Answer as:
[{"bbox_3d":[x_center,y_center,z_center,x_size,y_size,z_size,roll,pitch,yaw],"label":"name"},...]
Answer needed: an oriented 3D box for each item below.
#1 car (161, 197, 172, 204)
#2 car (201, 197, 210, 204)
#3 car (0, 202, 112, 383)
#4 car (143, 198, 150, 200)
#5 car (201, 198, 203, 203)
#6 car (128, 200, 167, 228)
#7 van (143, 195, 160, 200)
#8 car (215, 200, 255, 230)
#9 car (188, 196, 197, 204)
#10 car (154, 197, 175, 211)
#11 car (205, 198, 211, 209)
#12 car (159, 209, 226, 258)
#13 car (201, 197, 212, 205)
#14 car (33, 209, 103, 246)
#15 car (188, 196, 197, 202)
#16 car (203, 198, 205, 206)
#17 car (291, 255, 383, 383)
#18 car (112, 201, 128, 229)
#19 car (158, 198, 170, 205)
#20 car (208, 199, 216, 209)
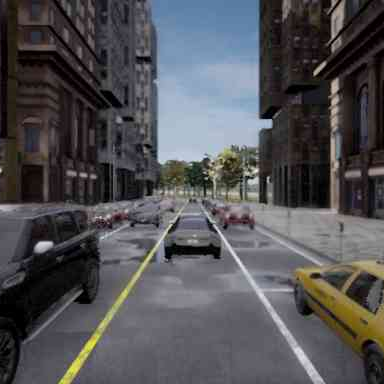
[{"bbox_3d":[-5.601,1.841,72.658,2.008,1.369,4.403,0,0,0],"label":"car"},{"bbox_3d":[2.924,1.871,72.607,1.947,1.339,4.313,-1,0,0],"label":"car"},{"bbox_3d":[-3.091,1.224,5.291,2.150,2.045,5.566,0,0,0],"label":"car"},{"bbox_3d":[-5.694,1.625,32.975,2.008,1.369,4.403,0,0,0],"label":"car"},{"bbox_3d":[2.884,1.743,55.600,2.008,1.369,4.403,0,0,0],"label":"car"},{"bbox_3d":[-2.999,1.548,22.779,1.837,1.490,4.892,0,-1,1],"label":"car"},{"bbox_3d":[-5.668,1.462,44.314,1.690,1.788,3.998,0,0,0],"label":"van"},{"bbox_3d":[2.804,1.488,21.586,1.967,1.590,4.097,0,0,0],"label":"car"},{"bbox_3d":[0.171,1.828,73.431,1.812,1.442,4.674,0,0,0],"label":"car"},{"bbox_3d":[-2.929,1.625,38.049,1.812,1.442,4.674,0,0,1],"label":"car"},{"bbox_3d":[2.844,1.663,38.594,2.008,1.369,4.403,0,0,0],"label":"car"},{"bbox_3d":[0.026,1.585,12.855,1.994,1.385,4.181,0,0,0],"label":"car"},{"bbox_3d":[2.910,1.809,66.939,1.887,1.381,4.507,-1,0,0],"label":"car"},{"bbox_3d":[-5.734,1.598,15.968,1.802,1.307,4.206,0,0,0],"label":"car"},{"bbox_3d":[0.195,1.722,83.496,2.128,1.511,4.902,0,0,0],"label":"car"},{"bbox_3d":[2.858,1.687,44.263,2.008,1.369,4.403,0,0,0],"label":"car"},{"bbox_3d":[2.765,1.536,4.748,1.752,1.417,4.829,0,0,0],"label":"car"},{"bbox_3d":[-5.720,1.473,21.635,1.967,1.590,4.097,0,0,0],"label":"car"},{"bbox_3d":[-5.615,1.816,66.989,1.947,1.339,4.313,0,0,0],"label":"car"},{"bbox_3d":[2.831,1.671,32.924,1.802,1.307,4.206,0,0,0],"label":"car"}]
